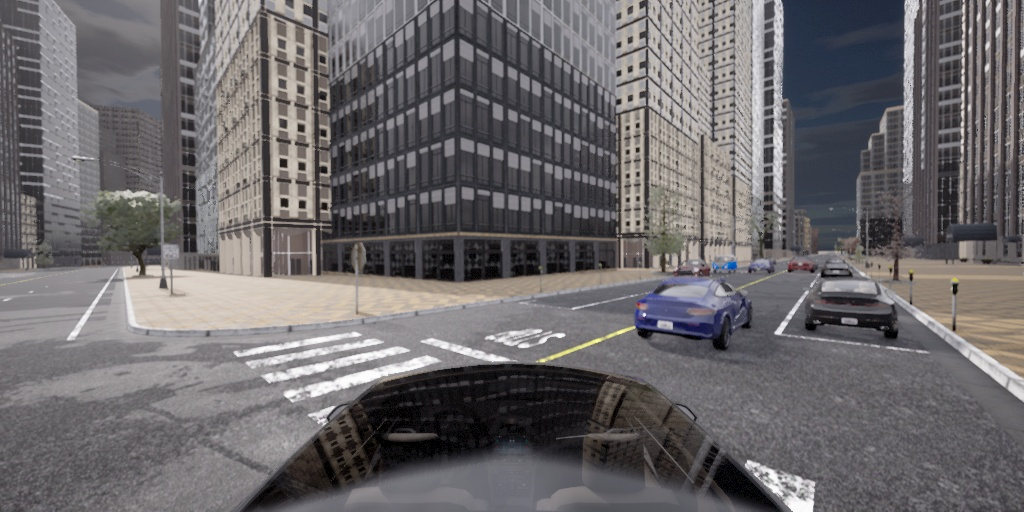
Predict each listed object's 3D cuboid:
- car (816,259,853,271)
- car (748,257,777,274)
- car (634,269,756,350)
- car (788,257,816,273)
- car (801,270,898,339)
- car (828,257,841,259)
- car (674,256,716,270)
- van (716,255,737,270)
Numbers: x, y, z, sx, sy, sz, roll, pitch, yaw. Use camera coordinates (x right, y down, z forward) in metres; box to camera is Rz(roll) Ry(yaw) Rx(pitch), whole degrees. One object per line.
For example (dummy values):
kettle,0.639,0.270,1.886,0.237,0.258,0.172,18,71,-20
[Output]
car,24.148,1.131,26.708,1.948,1.339,4.313,0,0,42
car,25.938,1.013,37.219,1.812,1.442,4.674,0,1,42
car,4.647,1.224,8.992,1.812,1.442,4.674,0,1,42
car,30.264,0.836,37.421,2.097,1.767,4.553,0,1,42
car,9.174,1.242,9.822,2.007,1.370,4.403,0,0,42
car,35.451,1.034,39.309,1.948,1.339,4.313,0,0,42
car,14.147,0.997,28.110,1.967,1.591,4.097,0,0,42
van,21.680,0.834,36.510,1.690,1.789,3.998,0,0,42
